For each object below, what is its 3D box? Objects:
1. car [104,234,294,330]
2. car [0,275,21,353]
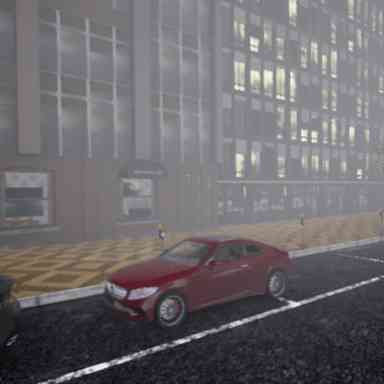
[{"bbox_3d":[0.344,1.563,6.813,4.206,1.307,1.802,0,0,-35],"label":"car"},{"bbox_3d":[-4.285,1.558,3.515,4.403,1.369,2.008,0,0,-35],"label":"car"}]
